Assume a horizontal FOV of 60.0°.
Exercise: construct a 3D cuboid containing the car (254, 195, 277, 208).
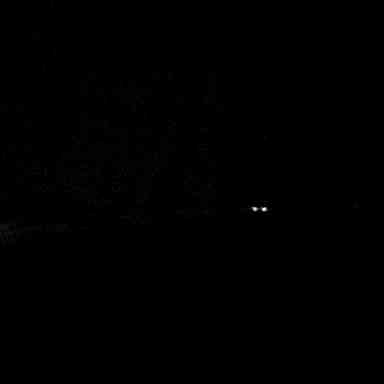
[{"bbox_3d":[12.223,1.479,54.817,2.150,2.045,5.566,1,-1,36],"label":"car"}]
